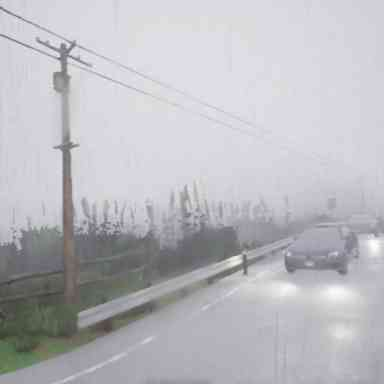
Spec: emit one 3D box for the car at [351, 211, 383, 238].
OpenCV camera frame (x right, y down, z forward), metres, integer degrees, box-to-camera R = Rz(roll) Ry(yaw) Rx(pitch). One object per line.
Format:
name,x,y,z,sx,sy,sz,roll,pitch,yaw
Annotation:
car,10.568,1.944,20.407,1.812,1.442,4.674,-7,-5,35

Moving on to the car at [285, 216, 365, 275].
car,4.810,1.885,11.999,1.812,1.442,4.674,-7,-3,34
